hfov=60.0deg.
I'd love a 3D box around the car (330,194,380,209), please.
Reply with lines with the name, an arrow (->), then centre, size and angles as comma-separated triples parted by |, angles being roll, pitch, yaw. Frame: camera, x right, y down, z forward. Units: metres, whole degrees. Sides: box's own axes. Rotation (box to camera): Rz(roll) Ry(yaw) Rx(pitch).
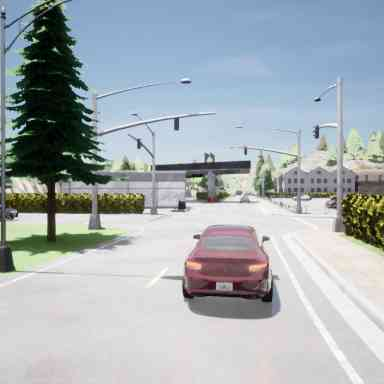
car -> 19.082, 1.340, 38.905 | 4.514, 1.523, 2.007 | 0, 0, 9

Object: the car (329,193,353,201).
car -> 33.280, 1.097, 74.538 | 4.605, 1.855, 1.932 | 0, 0, 9

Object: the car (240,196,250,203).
car -> 10.847, 1.526, 68.051 | 1.812, 1.442, 4.674 | 0, 0, 10

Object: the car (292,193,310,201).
car -> 24.902, 1.361, 75.843 | 3.806, 1.475, 1.970 | 0, 0, 9

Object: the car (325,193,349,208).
car -> 19.527, 1.330, 42.010 | 5.027, 1.636, 2.152 | 0, 0, 9

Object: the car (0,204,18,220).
car -> -16.209, 1.492, 26.253 | 4.902, 1.511, 2.128 | 0, 0, 9

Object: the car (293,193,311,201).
car -> 26.032, 1.077, 79.029 | 3.866, 1.878, 1.905 | 0, 0, 9

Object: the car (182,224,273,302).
car -> 0.939, 1.526, 8.223 | 1.812, 1.442, 4.674 | 0, 0, 9
